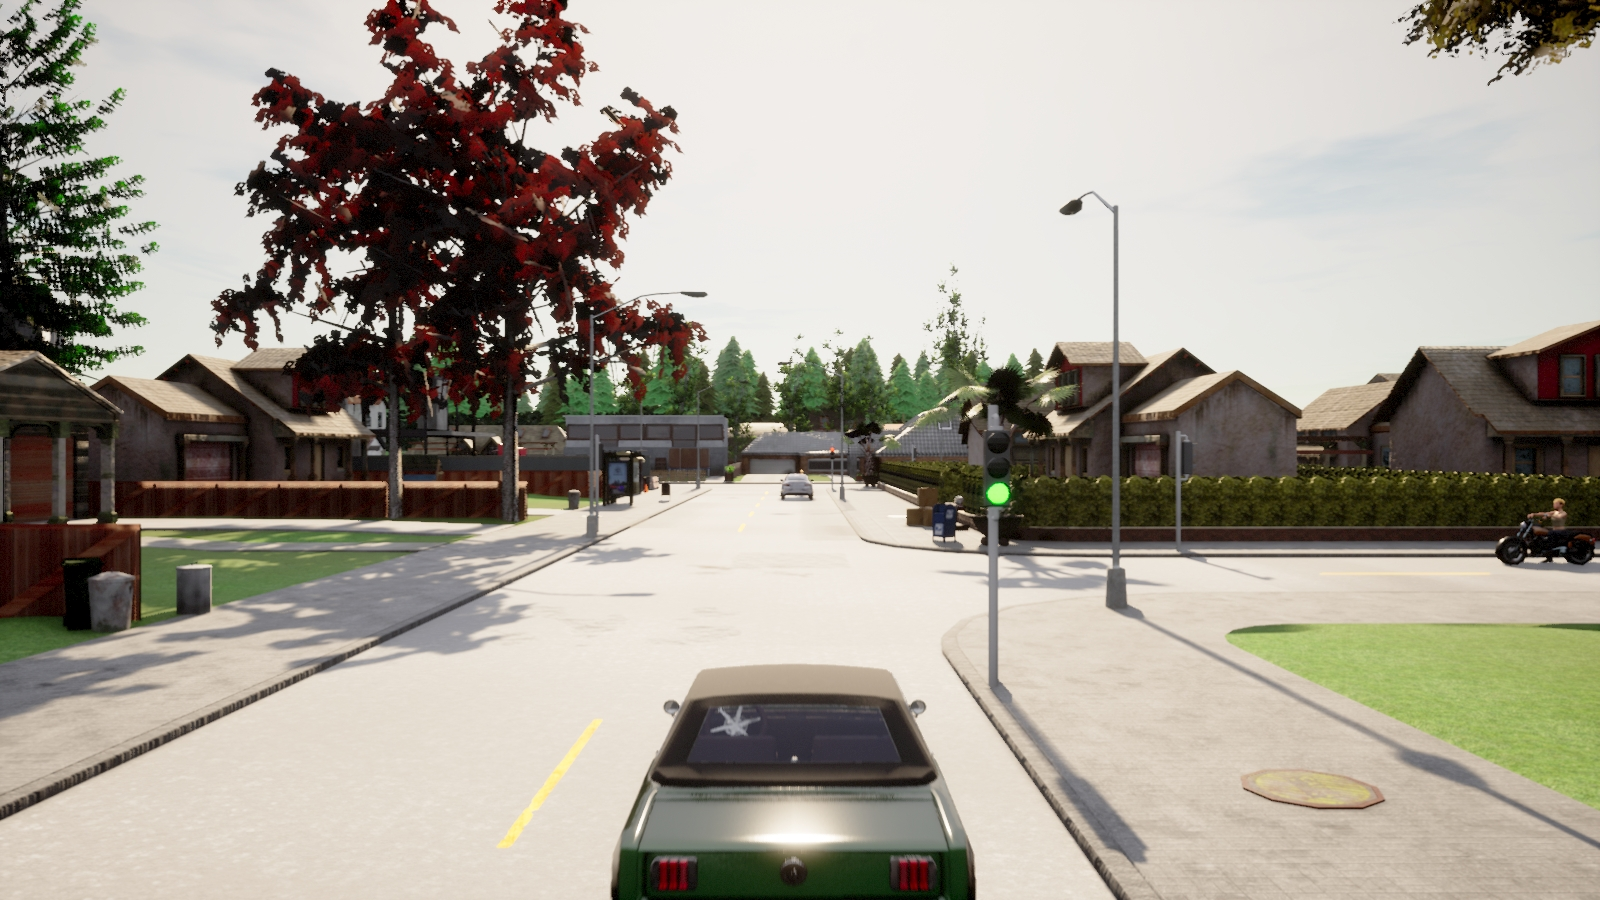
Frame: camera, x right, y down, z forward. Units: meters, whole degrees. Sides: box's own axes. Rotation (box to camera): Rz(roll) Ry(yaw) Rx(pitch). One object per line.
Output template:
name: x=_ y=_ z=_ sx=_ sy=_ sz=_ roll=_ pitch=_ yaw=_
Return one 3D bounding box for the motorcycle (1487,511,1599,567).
motorcycle: x=18.231 y=2.171 z=27.971 sx=2.356 sy=1.307 sz=0.764 roll=0 pitch=0 yaw=0

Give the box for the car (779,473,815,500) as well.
car: x=-0.178 y=2.120 z=66.652 sx=2.002 sy=1.442 sz=4.674 roll=0 pitch=0 yaw=0

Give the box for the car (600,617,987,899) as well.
car: x=-0.037 y=2.160 z=7.947 sx=1.895 sy=1.301 sz=4.718 roll=0 pitch=0 yaw=0
